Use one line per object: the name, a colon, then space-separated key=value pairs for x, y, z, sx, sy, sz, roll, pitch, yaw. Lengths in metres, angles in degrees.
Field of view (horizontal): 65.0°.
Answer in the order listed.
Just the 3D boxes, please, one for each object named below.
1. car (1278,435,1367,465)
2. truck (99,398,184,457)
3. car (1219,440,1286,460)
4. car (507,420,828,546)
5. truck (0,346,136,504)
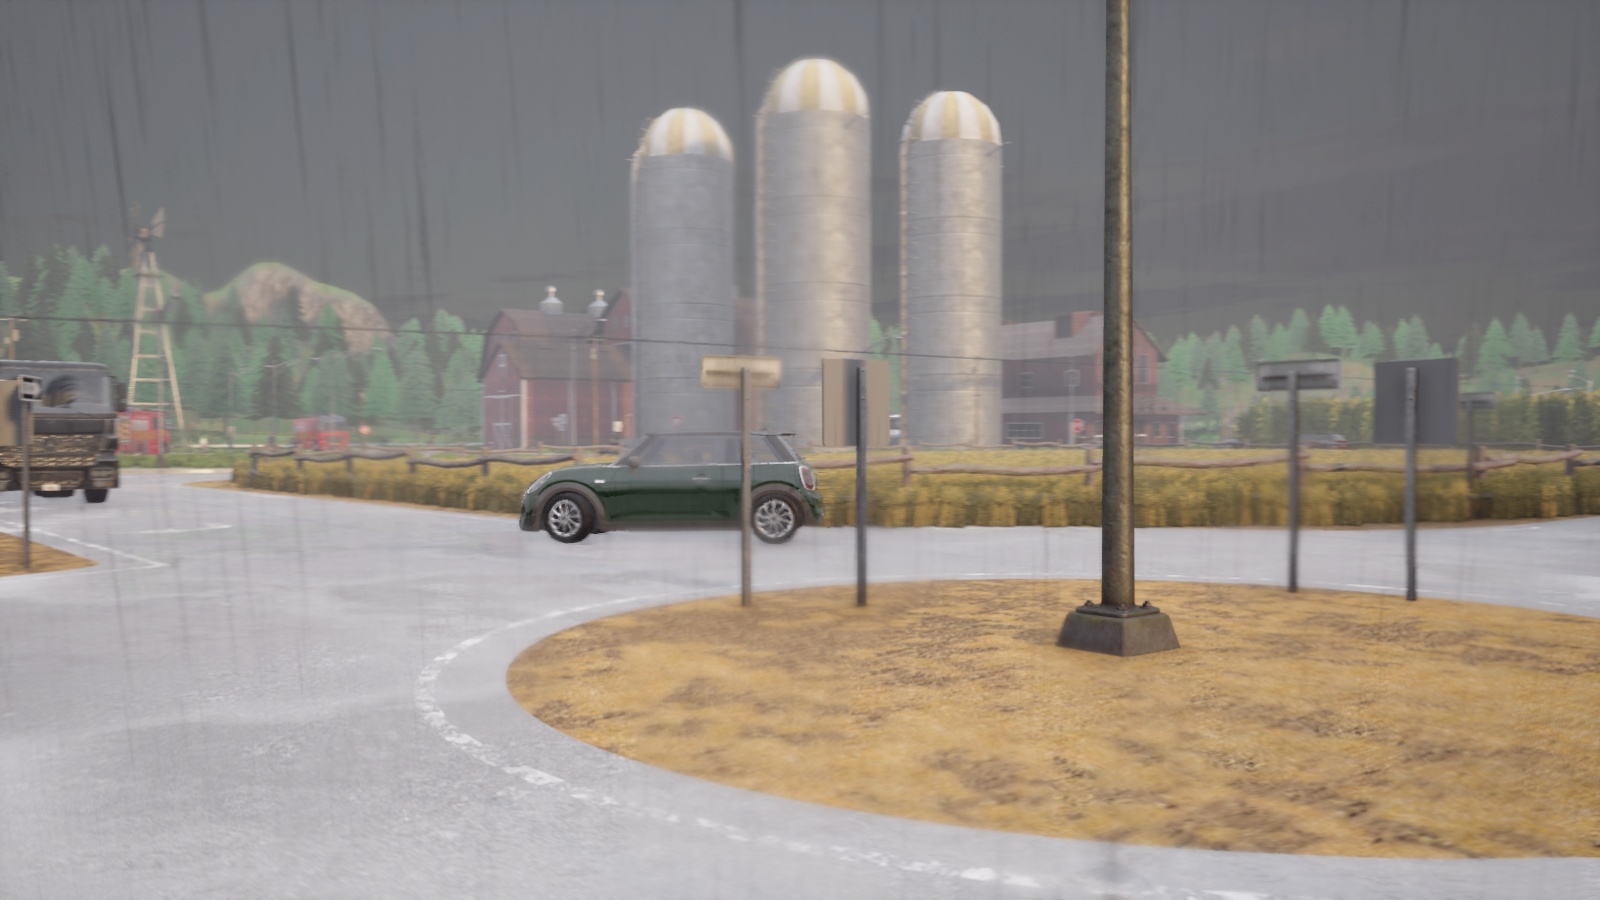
car: x=31.967 y=-0.032 z=76.895 sx=2.097 sy=1.767 sz=4.553 roll=0 pitch=1 yaw=-37
truck: x=-45.011 y=-1.547 z=86.127 sx=2.891 sy=3.827 sz=8.468 roll=0 pitch=1 yaw=-11
car: x=33.391 y=-0.015 z=92.539 sx=5.357 sy=1.411 sz=2.033 roll=0 pitch=1 yaw=-37
car: x=-1.909 y=0.459 z=19.124 sx=4.553 sy=1.767 sz=2.097 roll=0 pitch=0 yaw=5
truck: x=-19.088 y=-0.608 z=31.361 sx=2.891 sy=3.462 sz=7.936 roll=0 pitch=1 yaw=-39
